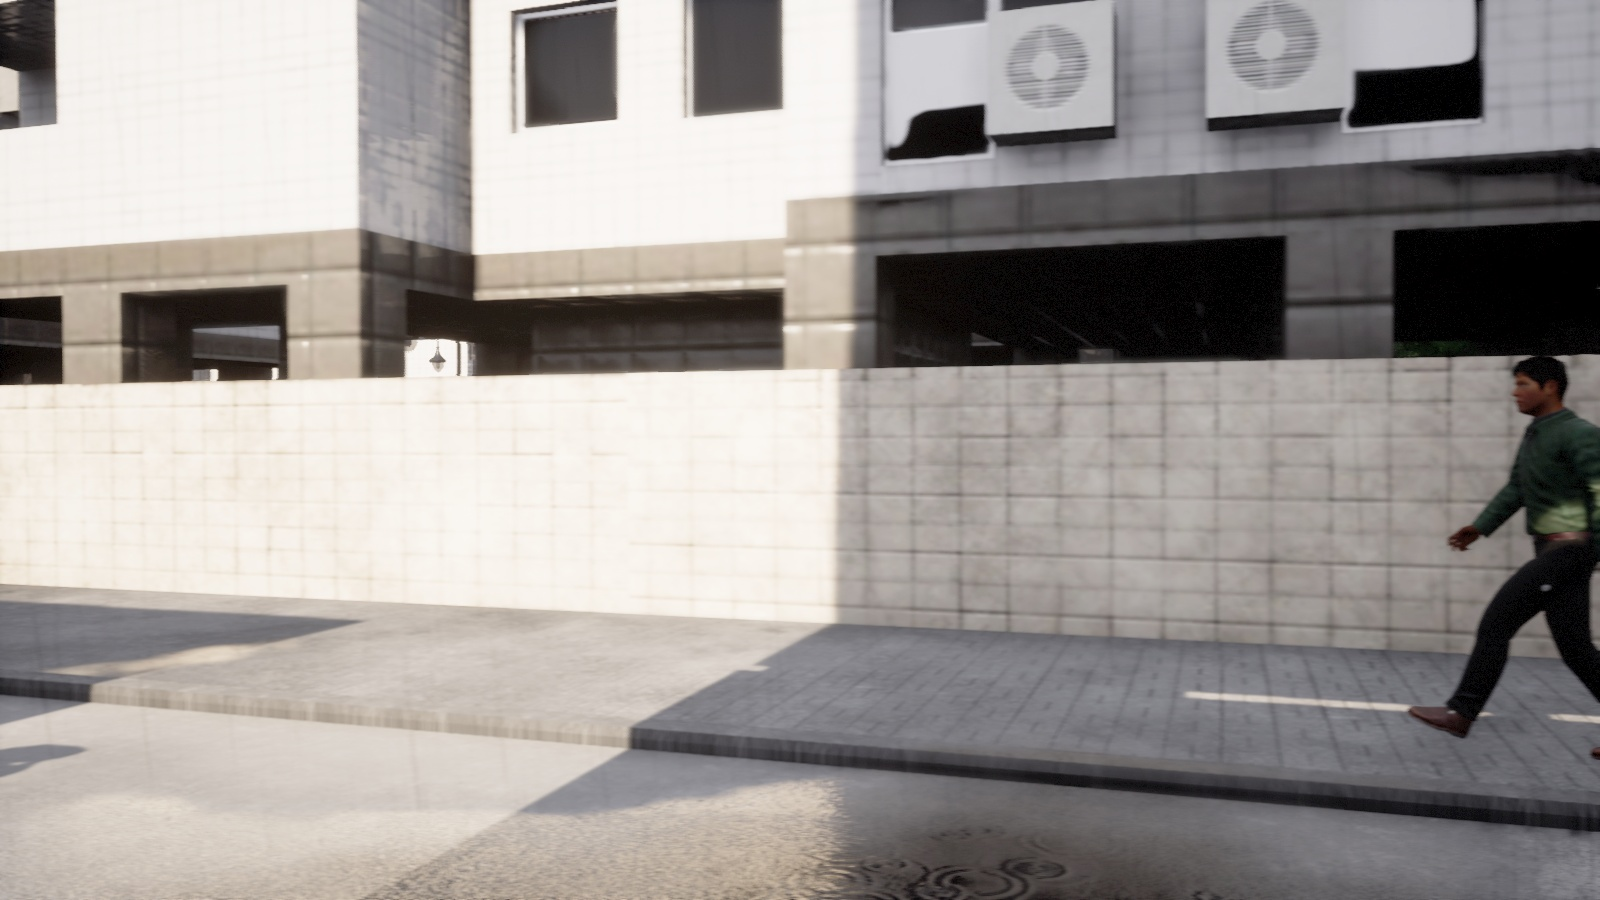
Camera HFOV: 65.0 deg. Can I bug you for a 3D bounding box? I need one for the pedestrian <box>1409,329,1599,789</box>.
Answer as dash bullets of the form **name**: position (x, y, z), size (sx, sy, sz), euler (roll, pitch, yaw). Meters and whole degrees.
- **pedestrian**: position (3.195, 0.459, 5.600), size (0.788, 1.949, 0.423), euler (1, 1, 18)
